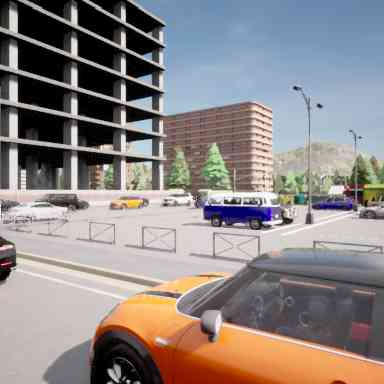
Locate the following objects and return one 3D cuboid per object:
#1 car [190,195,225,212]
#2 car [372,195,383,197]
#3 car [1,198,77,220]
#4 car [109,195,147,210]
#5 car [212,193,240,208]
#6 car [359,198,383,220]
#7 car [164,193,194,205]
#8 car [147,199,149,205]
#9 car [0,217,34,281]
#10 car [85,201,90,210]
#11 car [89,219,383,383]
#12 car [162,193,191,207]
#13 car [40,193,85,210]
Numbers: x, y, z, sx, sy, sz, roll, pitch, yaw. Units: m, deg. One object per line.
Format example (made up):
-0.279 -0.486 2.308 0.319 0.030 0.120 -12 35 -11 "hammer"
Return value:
2.146 1.470 44.684 1.812 1.442 4.674 0 0 35 "car"
17.857 1.153 29.341 4.605 1.855 1.932 0 0 36 "car"
-11.512 1.470 25.321 1.812 1.442 4.674 0 0 35 "car"
-8.335 1.297 42.310 2.097 1.767 4.553 0 0 35 "car"
5.209 1.166 55.101 2.150 2.045 5.566 0 0 35 "car"
14.651 1.395 24.775 3.806 1.475 1.970 0 0 36 "car"
-2.148 1.166 57.076 2.150 2.045 5.566 0 0 36 "car"
-8.353 1.436 48.351 2.128 1.511 4.902 0 0 35 "car"
-6.439 1.492 8.536 4.902 1.511 2.128 0 0 35 "car"
-14.377 1.508 39.825 1.994 1.385 4.181 0 0 35 "car"
1.074 1.352 3.223 4.553 1.767 2.097 0 0 35 "car"
-2.259 1.166 50.894 2.150 2.045 5.566 0 0 35 "car"
-14.212 1.166 33.982 2.150 2.045 5.566 0 0 35 "car"
